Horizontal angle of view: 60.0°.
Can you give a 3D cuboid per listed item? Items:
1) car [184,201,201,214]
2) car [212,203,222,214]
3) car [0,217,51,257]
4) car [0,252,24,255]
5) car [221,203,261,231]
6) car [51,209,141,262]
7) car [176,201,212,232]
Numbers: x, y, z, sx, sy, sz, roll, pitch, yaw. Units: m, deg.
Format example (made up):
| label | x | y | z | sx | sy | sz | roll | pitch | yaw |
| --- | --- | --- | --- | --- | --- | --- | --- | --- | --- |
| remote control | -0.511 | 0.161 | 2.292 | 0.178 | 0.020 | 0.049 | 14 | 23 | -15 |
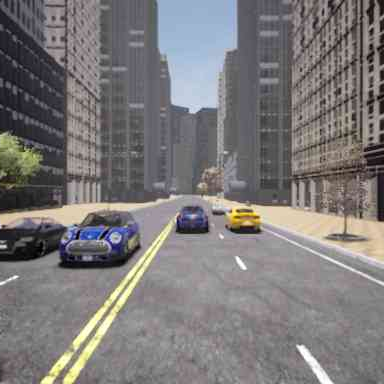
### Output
| label | x | y | z | sx | sy | sz | roll | pitch | yaw |
| --- | --- | --- | --- | --- | --- | --- | --- | --- | --- |
| car | 0.094 | 1.964 | 43.297 | 2.128 | 1.511 | 4.902 | 0 | 0 | 0 |
| car | 3.349 | 2.051 | 41.264 | 1.895 | 1.301 | 4.718 | 0 | -1 | 0 |
| car | -6.501 | 1.716 | 13.443 | 1.994 | 1.385 | 4.181 | 0 | -1 | 0 |
| car | -3.271 | 1.553 | 2.250 | 1.812 | 1.442 | 4.674 | 0 | -1 | 0 |
| car | 3.349 | 1.729 | 22.574 | 1.882 | 1.535 | 5.008 | 0 | 0 | 0 |
| car | -3.251 | 1.495 | 12.614 | 2.097 | 1.767 | 4.553 | 0 | -1 | 0 |
| car | 0.056 | 1.601 | 22.409 | 2.097 | 1.767 | 4.553 | 0 | -1 | 0 |
